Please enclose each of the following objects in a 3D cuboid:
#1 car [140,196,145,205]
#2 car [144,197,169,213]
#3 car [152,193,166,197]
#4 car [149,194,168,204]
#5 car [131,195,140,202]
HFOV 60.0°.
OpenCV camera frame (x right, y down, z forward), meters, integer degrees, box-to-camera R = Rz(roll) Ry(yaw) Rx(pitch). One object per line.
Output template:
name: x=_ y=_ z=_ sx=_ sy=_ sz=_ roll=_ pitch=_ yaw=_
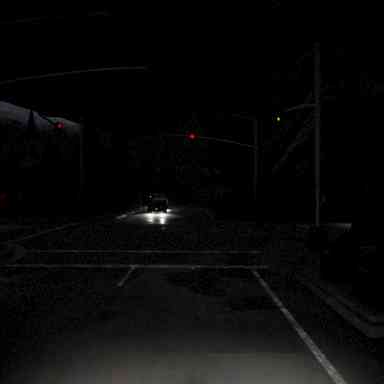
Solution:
car: x=-7.056 y=1.601 z=56.330 sx=1.895 sy=1.301 sz=4.718 roll=0 pitch=0 yaw=-20
car: x=-3.757 y=1.564 z=36.485 sx=1.994 sy=1.385 sz=4.181 roll=0 pitch=0 yaw=-2
car: x=-4.506 y=1.220 z=46.110 sx=2.150 sy=2.045 sz=5.566 roll=0 pitch=0 yaw=-10
car: x=-6.596 y=1.352 z=64.907 sx=2.097 sy=1.767 sz=4.553 roll=0 pitch=0 yaw=-27
car: x=-12.345 y=1.480 z=73.213 sx=4.902 sy=1.511 sz=2.128 roll=0 pitch=0 yaw=42
